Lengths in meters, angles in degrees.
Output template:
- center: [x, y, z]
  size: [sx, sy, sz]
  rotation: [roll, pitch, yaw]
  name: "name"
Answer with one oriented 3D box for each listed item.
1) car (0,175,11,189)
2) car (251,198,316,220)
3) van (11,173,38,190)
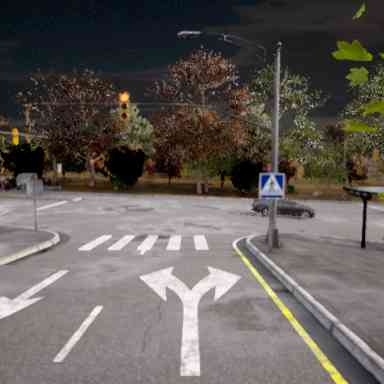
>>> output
- center: [-23.452, -1.368, 41.729]
  size: [2.185, 1.767, 4.553]
  rotation: [0, 5, -14]
  name: "car"
- center: [7.143, 1.197, 26.042]
  size: [4.892, 1.490, 1.837]
  rotation: [5, 4, 2]
  name: "car"
- center: [-20.481, -1.341, 41.345]
  size: [1.878, 1.987, 4.442]
  rotation: [1, 5, -14]
  name: "van"
